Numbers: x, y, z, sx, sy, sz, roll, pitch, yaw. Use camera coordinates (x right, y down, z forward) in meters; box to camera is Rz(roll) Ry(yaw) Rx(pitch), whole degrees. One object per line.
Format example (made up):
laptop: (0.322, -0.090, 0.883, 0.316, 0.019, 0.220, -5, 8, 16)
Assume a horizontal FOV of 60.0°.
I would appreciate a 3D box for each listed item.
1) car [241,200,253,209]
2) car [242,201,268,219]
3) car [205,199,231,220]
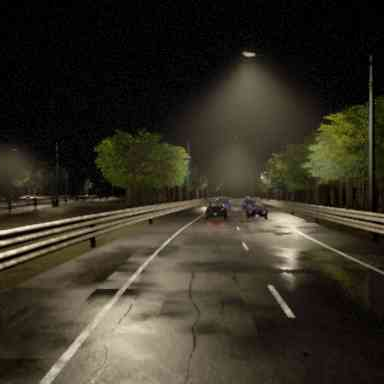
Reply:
car: (8.003, 1.799, 46.986, 1.812, 1.442, 4.674, 0, 0, 8)
car: (5.902, 1.776, 30.835, 1.895, 1.301, 4.718, 0, 0, 8)
car: (2.270, 1.644, 30.027, 2.128, 1.511, 4.902, 0, 0, 8)
